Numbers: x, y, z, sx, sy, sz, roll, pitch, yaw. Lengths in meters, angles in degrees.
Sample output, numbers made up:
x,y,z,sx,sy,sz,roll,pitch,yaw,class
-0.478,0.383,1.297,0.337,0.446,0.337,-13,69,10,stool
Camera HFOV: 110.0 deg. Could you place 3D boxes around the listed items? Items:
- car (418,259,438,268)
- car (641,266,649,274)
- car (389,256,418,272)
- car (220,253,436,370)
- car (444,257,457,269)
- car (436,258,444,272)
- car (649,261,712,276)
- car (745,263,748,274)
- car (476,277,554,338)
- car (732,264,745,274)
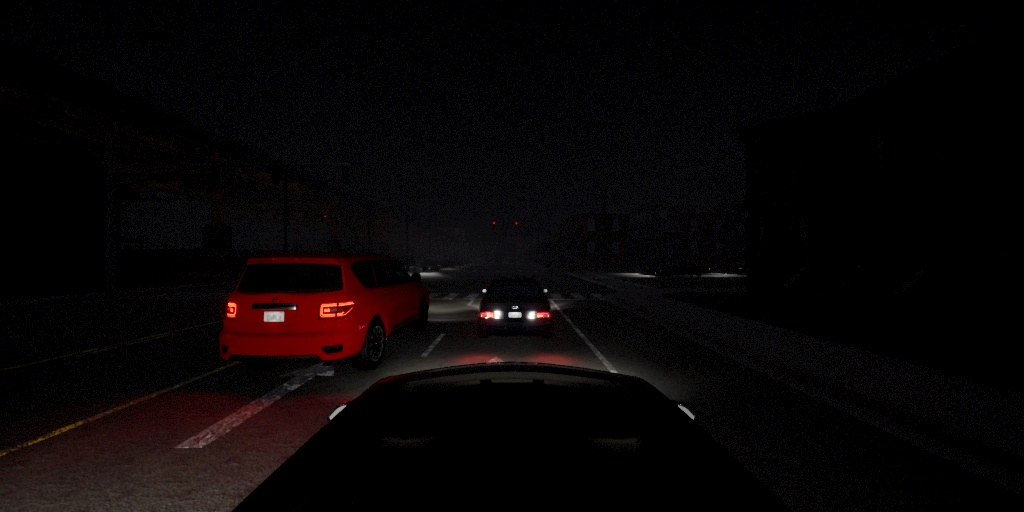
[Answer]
x,y,z,sx,sy,sz,roll,pitch,yaw,class
-14.082,1.297,60.392,2.033,1.411,5.357,0,0,0,car
17.097,1.297,39.380,5.357,1.411,2.033,0,0,2,car
-14.095,0.973,46.935,2.150,2.045,5.566,0,0,0,car
-3.427,0.971,7.877,2.150,2.045,5.566,0,0,0,car
-10.592,1.255,58.040,1.837,1.490,4.892,0,0,0,car
-10.091,1.242,44.976,2.128,1.511,4.902,0,0,-7,car
16.992,1.297,35.895,5.357,1.411,2.033,0,0,0,car
26.548,1.351,35.889,4.718,1.301,1.895,0,0,0,car
0.081,1.297,10.130,2.033,1.411,5.357,0,0,0,car
26.825,1.255,39.386,4.892,1.490,1.837,0,0,0,car
